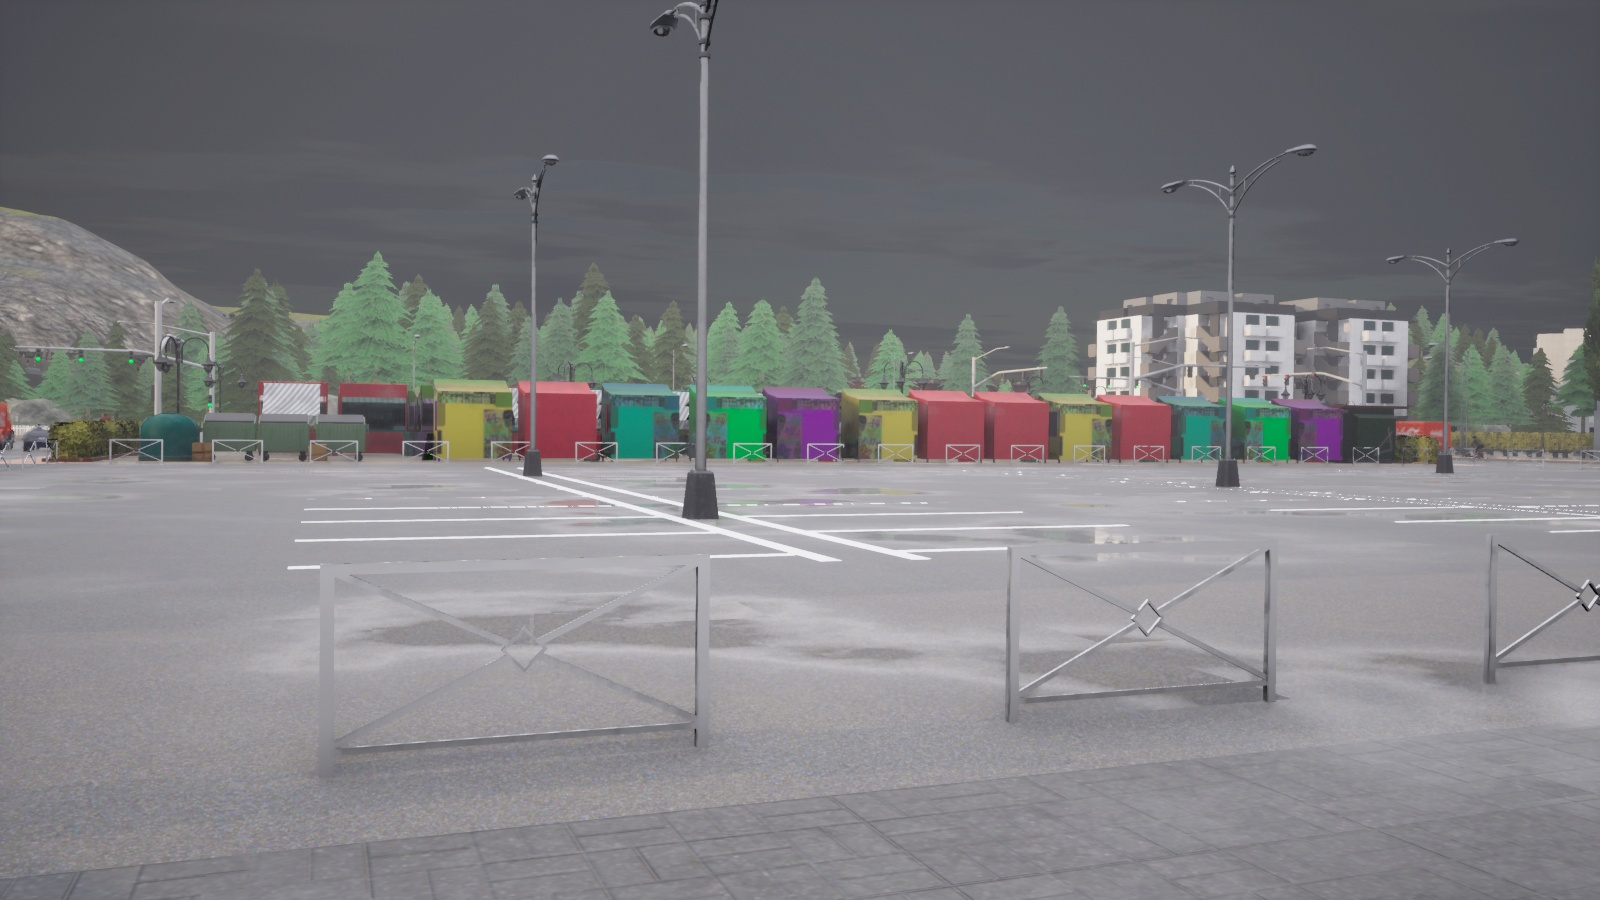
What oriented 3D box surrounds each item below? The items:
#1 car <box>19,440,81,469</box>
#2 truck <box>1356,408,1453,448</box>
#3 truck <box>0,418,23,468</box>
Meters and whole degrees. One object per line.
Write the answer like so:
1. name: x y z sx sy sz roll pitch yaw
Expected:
1. car: -37.997 0.182 63.725 1.994 1.385 4.181 -1 1 -21
2. truck: 38.347 -1.401 79.796 2.627 2.467 5.204 -1 1 -19
3. truck: -42.103 -0.316 64.632 2.627 2.467 5.204 -1 0 -21
